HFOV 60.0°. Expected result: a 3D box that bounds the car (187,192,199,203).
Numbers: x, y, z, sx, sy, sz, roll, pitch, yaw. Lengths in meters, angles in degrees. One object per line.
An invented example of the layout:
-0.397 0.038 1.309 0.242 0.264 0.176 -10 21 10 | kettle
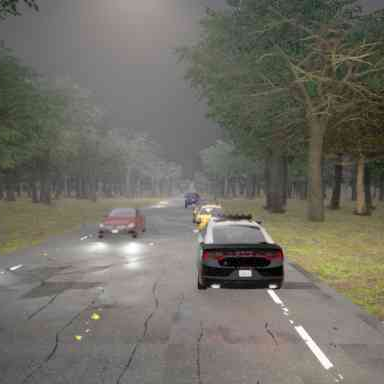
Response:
0.143 1.010 64.121 2.150 2.045 5.566 0 0 0 | car

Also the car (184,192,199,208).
0.116 1.106 45.851 2.150 2.045 5.566 0 0 0 | car

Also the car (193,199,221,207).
1.093 1.431 19.306 1.801 1.575 5.366 0 0 0 | car

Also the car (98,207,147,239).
-3.461 1.505 17.295 1.812 1.442 4.674 0 0 0 | car

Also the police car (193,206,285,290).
1.071 1.418 9.225 1.930 1.638 5.238 0 0 0 | police car

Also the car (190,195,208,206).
1.106 1.313 25.088 2.097 1.767 4.553 0 0 0 | car
